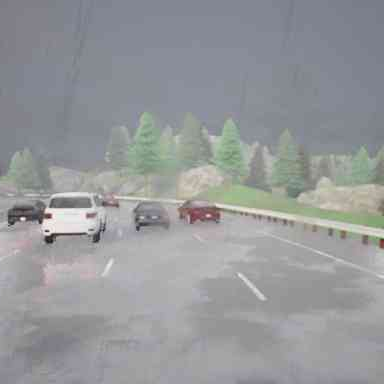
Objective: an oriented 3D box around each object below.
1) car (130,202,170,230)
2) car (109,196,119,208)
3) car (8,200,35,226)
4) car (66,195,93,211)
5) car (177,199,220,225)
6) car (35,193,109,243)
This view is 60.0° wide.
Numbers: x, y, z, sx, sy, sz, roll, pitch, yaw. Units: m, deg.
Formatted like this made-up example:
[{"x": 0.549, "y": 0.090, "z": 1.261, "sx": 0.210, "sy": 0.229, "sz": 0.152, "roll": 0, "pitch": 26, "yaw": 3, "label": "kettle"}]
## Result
[{"x": -2.519, "y": 1.317, "z": 19.439, "sx": 2.033, "sy": 1.411, "sz": 5.357, "roll": 0, "pitch": 1, "yaw": -14, "label": "car"}, {"x": -9.900, "y": 1.114, "z": 38.749, "sx": 1.994, "sy": 1.385, "sz": 4.181, "roll": 0, "pitch": 1, "yaw": -27, "label": "car"}, {"x": -10.369, "y": 1.264, "z": 21.441, "sx": 1.837, "sy": 1.490, "sz": 4.892, "roll": 0, "pitch": 1, "yaw": -16, "label": "car"}, {"x": -12.285, "y": 1.135, "z": 36.026, "sx": 2.033, "sy": 1.411, "sz": 5.357, "roll": 0, "pitch": 1, "yaw": -27, "label": "car"}, {"x": 0.332, "y": 1.211, "z": 21.965, "sx": 1.882, "sy": 1.535, "sz": 5.008, "roll": 0, "pitch": 1, "yaw": -15, "label": "car"}, {"x": -5.183, "y": 1.046, "z": 15.229, "sx": 2.150, "sy": 2.045, "sz": 5.566, "roll": 0, "pitch": 1, "yaw": -11, "label": "car"}]
